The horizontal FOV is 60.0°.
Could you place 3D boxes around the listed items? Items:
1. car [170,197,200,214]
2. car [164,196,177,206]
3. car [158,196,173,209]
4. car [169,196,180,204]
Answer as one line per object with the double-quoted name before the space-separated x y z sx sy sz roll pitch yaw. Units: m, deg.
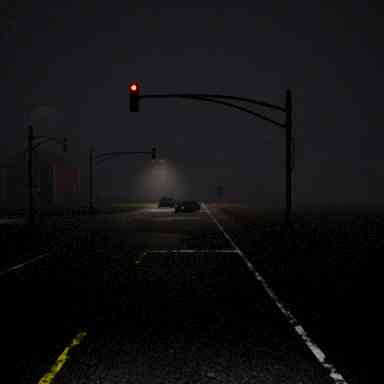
"car" -0.470 1.543 35.849 1.994 1.385 4.181 0 0 14
"car" -3.484 1.478 55.089 1.812 1.442 4.674 0 0 1
"car" -3.511 1.444 45.226 1.882 1.535 5.008 0 0 0
"car" -3.429 1.537 65.017 1.895 1.301 4.718 0 0 1
